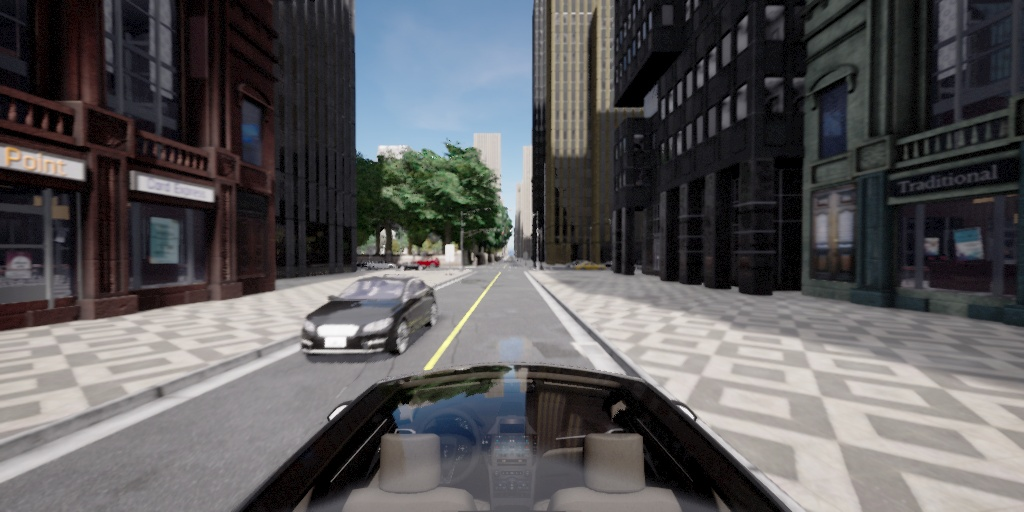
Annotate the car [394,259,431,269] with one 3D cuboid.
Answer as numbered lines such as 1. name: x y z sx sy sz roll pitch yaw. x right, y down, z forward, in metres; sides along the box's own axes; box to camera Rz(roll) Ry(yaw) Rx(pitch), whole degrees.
1. car: -15.073 1.518 54.241 4.313 1.339 1.948 0 0 0

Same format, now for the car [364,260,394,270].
1. car: -20.494 1.458 57.023 4.674 1.442 1.812 1 1 0

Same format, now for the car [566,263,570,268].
1. car: 11.628 1.397 62.622 4.403 1.370 2.007 0 0 0

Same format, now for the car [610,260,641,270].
1. car: 17.104 1.534 54.069 4.403 1.370 2.007 0 0 0

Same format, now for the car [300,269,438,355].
1. car: -3.100 1.249 8.751 2.128 1.511 4.902 0 0 0

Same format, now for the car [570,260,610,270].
1. car: 11.761 1.502 54.097 4.829 1.417 1.751 0 0 0

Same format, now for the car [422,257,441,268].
1. car: -15.036 1.136 62.766 5.009 1.841 2.192 0 0 0
